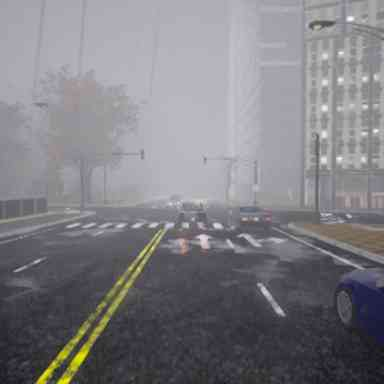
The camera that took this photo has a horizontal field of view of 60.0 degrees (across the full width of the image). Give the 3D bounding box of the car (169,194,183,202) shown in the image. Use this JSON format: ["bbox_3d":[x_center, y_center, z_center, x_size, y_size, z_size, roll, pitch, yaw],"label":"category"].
[{"bbox_3d":[-3.315,1.190,65.073,1.882,1.535,5.008,0,0,0],"label":"car"}]

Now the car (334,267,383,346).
[{"bbox_3d":[3.350,1.505,3.801,1.812,1.442,4.674,0,0,0],"label":"car"}]

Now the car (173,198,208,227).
[{"bbox_3d":[-0.040,1.383,22.029,2.128,1.511,4.902,0,0,-3],"label":"car"}]

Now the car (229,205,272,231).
[{"bbox_3d":[3.334,1.449,19.755,2.033,1.411,5.357,0,0,0],"label":"car"}]

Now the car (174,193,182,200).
[{"bbox_3d":[-3.312,1.136,80.556,1.882,1.535,5.008,0,0,0],"label":"car"}]
